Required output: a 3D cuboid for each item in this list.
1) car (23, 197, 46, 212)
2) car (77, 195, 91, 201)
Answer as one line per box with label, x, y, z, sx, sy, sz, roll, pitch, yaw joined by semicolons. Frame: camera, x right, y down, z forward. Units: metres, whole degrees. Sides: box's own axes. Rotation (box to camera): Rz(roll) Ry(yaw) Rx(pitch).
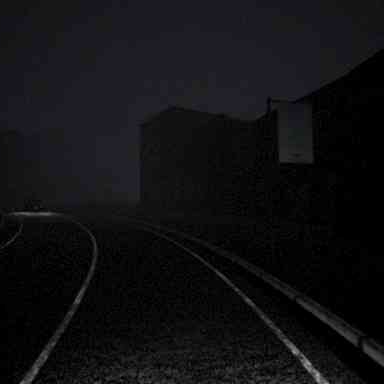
car;-16.533;1.303;34.835;1.837;1.490;4.892;2;-1;-28
car;-24.161;1.324;74.611;1.994;1.385;4.181;-1;0;4
